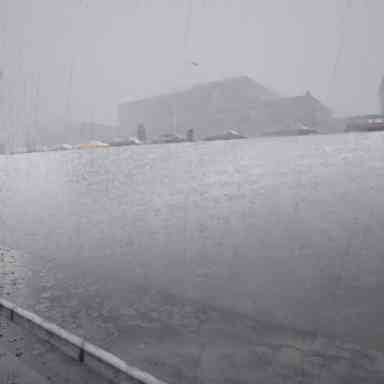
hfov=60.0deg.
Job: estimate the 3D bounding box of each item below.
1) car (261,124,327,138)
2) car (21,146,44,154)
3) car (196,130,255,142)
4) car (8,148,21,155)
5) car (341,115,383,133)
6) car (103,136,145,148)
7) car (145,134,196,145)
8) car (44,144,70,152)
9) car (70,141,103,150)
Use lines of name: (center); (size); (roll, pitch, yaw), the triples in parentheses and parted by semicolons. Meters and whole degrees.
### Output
car: (7.692, -4.422, 25.276); (4.892, 1.521, 2.231); (2, 3, 31)
car: (-19.930, -5.326, 43.794); (4.892, 1.521, 2.231); (2, 3, 38)
car: (3.036, -4.520, 28.052); (4.674, 1.452, 2.002); (2, 3, 32)
car: (-24.279, -5.469, 47.192); (4.892, 1.521, 2.231); (2, 3, 38)
car: (12.597, -4.391, 22.496); (4.553, 1.767, 2.185); (2, 3, 29)
car: (-6.438, -4.982, 34.097); (4.553, 1.767, 2.185); (2, 3, 35)
car: (-1.642, -4.674, 30.977); (4.792, 1.488, 2.163); (2, 3, 33)
car: (-15.496, -5.128, 40.465); (4.674, 1.452, 2.002); (2, 3, 37)
car: (-10.991, -5.010, 37.228); (5.008, 1.535, 2.097); (2, 3, 36)
